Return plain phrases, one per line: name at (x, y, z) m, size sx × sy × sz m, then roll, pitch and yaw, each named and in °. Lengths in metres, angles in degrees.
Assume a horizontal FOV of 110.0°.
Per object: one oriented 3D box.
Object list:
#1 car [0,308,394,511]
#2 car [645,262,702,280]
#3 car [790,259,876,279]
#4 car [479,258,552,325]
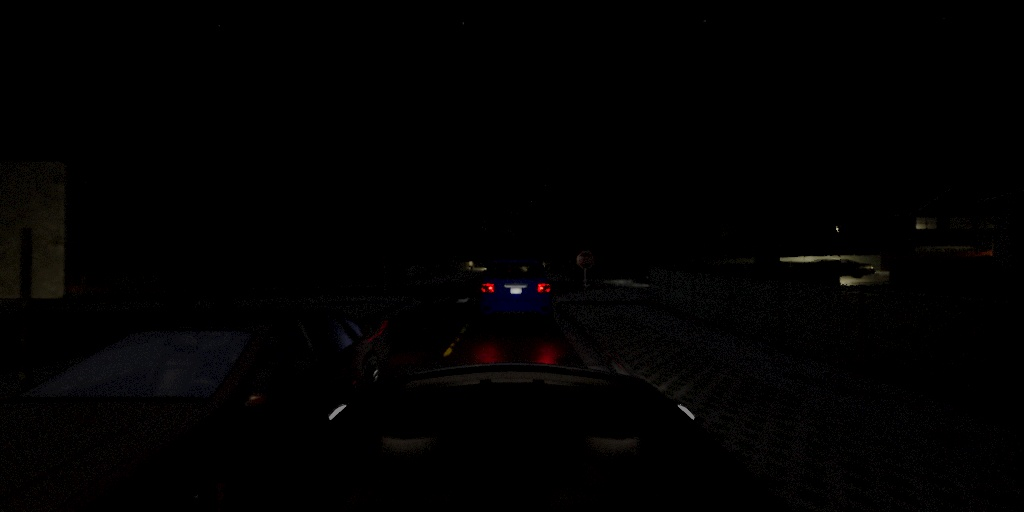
car at (-2.876, 1.321, 3.742) m, size 2.033 × 1.411 × 5.357 m, roll 0°, pitch -1°, yaw 0°
car at (11.786, 1.148, 25.100) m, size 4.674 × 1.442 × 1.812 m, roll -2°, pitch 0°, yaw 0°
car at (22.121, 0.887, 25.164) m, size 5.357 × 1.411 × 2.033 m, roll -2°, pitch 0°, yaw 0°
car at (0.113, 1.089, 12.474) m, size 2.150 × 2.045 × 5.566 m, roll 0°, pitch -1°, yaw 0°
